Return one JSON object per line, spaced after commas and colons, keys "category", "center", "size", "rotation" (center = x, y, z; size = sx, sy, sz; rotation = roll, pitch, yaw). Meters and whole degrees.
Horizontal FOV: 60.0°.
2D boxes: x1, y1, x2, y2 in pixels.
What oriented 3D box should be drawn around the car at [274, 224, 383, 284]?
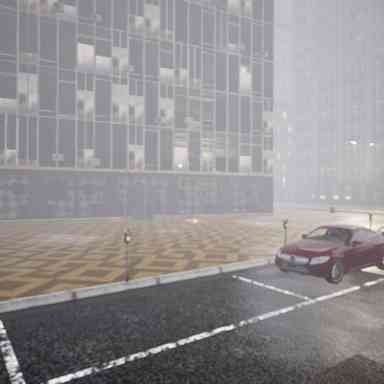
{"category": "car", "center": [4.214, 1.613, 9.577], "size": [4.206, 1.307, 1.802], "rotation": [0, 0, -36]}
